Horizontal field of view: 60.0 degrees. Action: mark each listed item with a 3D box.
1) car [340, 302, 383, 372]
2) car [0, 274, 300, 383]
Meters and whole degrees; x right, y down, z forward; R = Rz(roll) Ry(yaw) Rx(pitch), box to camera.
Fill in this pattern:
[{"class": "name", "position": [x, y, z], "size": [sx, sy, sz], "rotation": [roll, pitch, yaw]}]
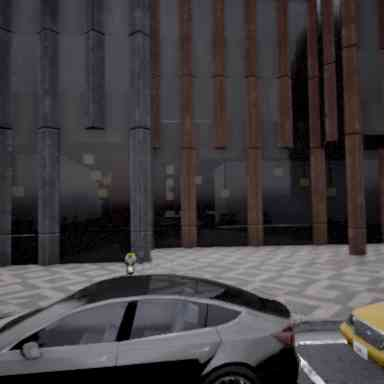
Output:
[{"class": "car", "position": [4.524, 1.644, 4.386], "size": [4.829, 1.417, 1.752], "rotation": [-1, -2, -4]}, {"class": "car", "position": [-0.927, 1.748, 3.985], "size": [4.313, 1.339, 1.947], "rotation": [-1, -2, -4]}]
